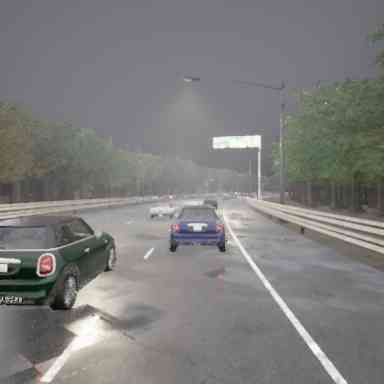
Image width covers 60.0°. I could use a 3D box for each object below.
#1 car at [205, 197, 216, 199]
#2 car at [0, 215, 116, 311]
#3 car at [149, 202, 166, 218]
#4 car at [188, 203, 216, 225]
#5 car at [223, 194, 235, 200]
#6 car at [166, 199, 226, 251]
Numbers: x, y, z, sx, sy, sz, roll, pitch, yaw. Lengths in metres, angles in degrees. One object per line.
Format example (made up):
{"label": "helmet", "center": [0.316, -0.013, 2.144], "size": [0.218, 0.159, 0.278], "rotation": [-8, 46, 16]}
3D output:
{"label": "car", "center": [2.505, 1.455, 44.232], "size": [1.837, 1.490, 4.892], "rotation": [0, 0, 6]}
{"label": "car", "center": [-3.295, 1.336, 7.887], "size": [2.097, 1.767, 4.553], "rotation": [0, 0, 1]}
{"label": "car", "center": [-2.339, 1.561, 28.964], "size": [1.895, 1.301, 4.718], "rotation": [0, 0, 4]}
{"label": "car", "center": [0.810, 1.575, 25.042], "size": [1.895, 1.301, 4.718], "rotation": [0, 0, 4]}
{"label": "car", "center": [9.106, 1.404, 85.855], "size": [2.128, 1.511, 4.902], "rotation": [0, 0, 12]}
{"label": "car", "center": [0.280, 1.339, 14.201], "size": [2.097, 1.767, 4.553], "rotation": [0, 0, 2]}
